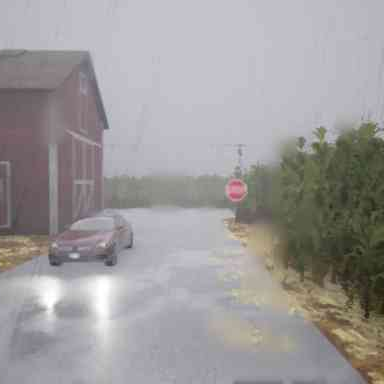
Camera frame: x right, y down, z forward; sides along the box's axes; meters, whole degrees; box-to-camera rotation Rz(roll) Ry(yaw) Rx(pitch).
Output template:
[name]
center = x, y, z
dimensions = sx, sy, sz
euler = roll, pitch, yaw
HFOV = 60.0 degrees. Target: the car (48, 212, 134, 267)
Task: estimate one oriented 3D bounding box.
[car]
center = -3.181, 1.453, 11.366
dimensions = 1.812, 1.442, 4.674
euler = 0, 1, 0
